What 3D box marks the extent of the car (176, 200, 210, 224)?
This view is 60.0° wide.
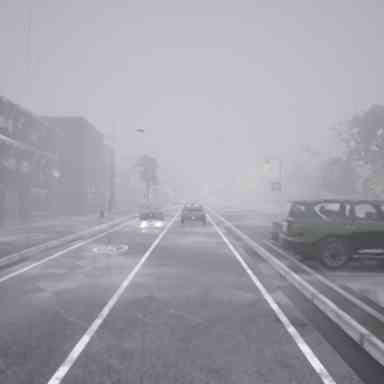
[{"bbox_3d":[0.087,1.636,25.792,2.128,1.511,4.902,0,-1,0],"label":"car"}]

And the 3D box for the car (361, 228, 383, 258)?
[{"bbox_3d":[5.598,1.472,5.000,4.892,1.521,2.231,0,0,0],"label":"car"}]

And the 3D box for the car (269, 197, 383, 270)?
[{"bbox_3d":[5.619,1.239,10.606,5.566,2.045,2.435,0,0,0],"label":"car"}]

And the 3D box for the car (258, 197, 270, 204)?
[{"bbox_3d":[18.719,1.974,78.684,4.553,1.767,2.185,0,-1,0],"label":"car"}]

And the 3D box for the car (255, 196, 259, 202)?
[{"bbox_3d":[18.647,2.171,81.853,4.674,1.452,2.002,0,-1,0],"label":"car"}]

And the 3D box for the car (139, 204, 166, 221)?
[{"bbox_3d":[-3.362,1.738,28.810,1.994,1.385,4.181,0,-1,0],"label":"car"}]

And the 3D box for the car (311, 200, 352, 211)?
[{"bbox_3d":[18.677,1.822,44.650,4.674,1.452,2.002,0,-1,0],"label":"car"}]

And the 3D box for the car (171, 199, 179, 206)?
[{"bbox_3d":[-3.283,2.109,69.373,1.994,1.385,4.181,0,-1,0],"label":"car"}]
